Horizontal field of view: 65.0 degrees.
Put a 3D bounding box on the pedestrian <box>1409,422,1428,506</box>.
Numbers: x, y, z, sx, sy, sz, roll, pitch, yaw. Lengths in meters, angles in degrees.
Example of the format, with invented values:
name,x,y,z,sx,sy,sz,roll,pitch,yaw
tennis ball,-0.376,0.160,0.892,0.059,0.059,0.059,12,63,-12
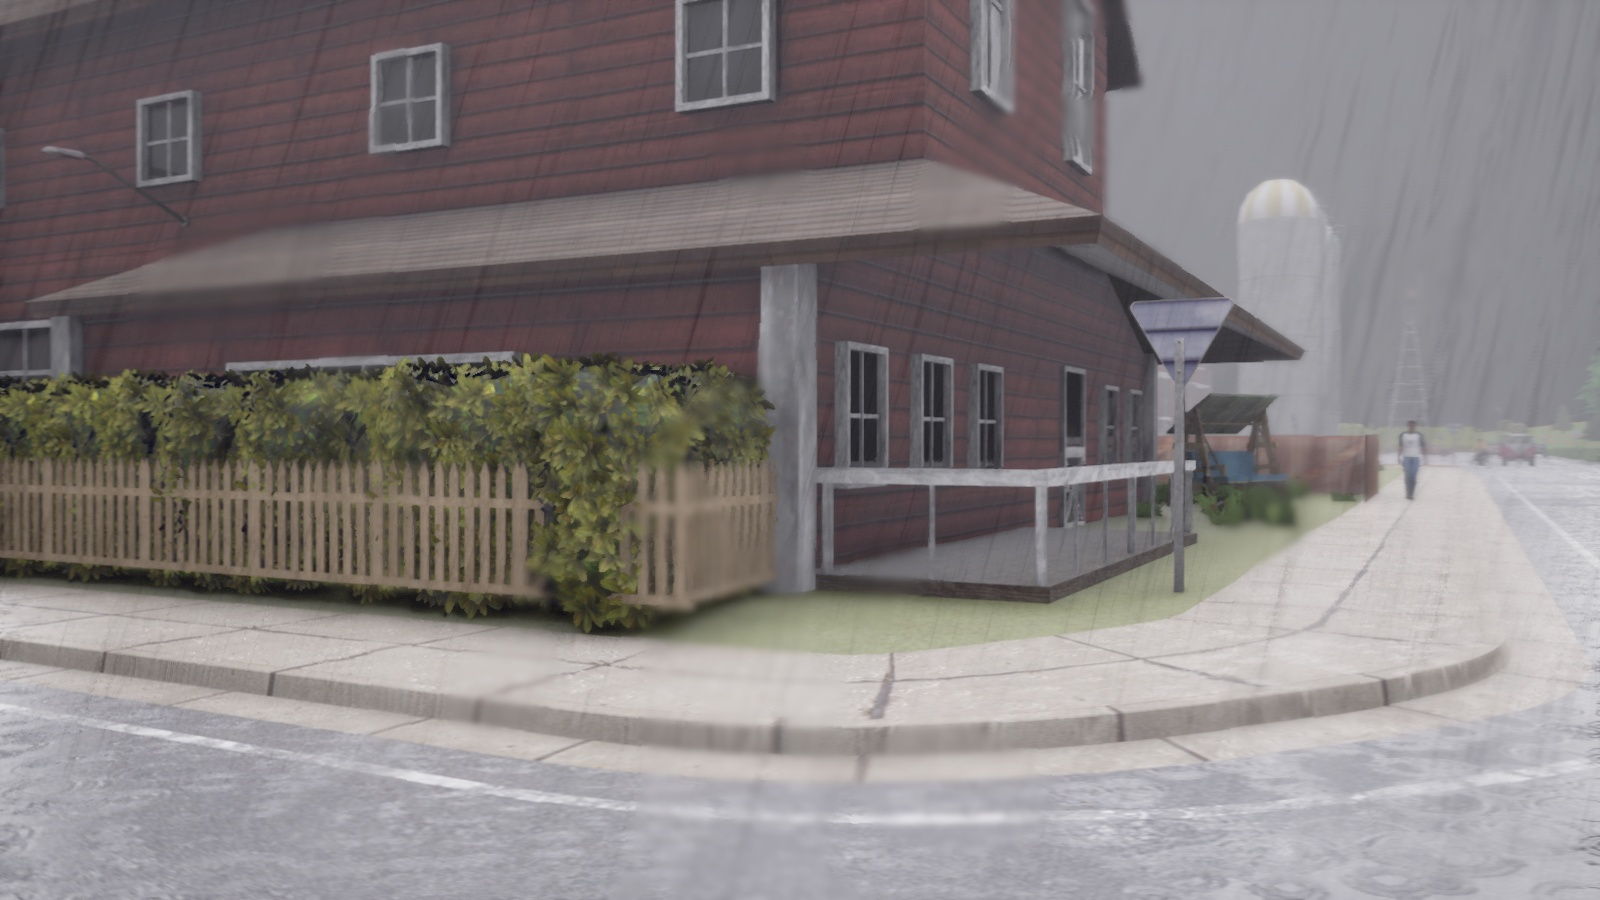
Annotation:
name,x,y,z,sx,sy,sz,roll,pitch,yaw
pedestrian,13.780,0.306,27.973,0.354,1.836,0.706,1,0,27

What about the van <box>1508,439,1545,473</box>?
name,x,y,z,sx,sy,sz,roll,pitch,yaw
van,44.558,0.357,77.079,1.775,1.987,4.442,1,0,28
